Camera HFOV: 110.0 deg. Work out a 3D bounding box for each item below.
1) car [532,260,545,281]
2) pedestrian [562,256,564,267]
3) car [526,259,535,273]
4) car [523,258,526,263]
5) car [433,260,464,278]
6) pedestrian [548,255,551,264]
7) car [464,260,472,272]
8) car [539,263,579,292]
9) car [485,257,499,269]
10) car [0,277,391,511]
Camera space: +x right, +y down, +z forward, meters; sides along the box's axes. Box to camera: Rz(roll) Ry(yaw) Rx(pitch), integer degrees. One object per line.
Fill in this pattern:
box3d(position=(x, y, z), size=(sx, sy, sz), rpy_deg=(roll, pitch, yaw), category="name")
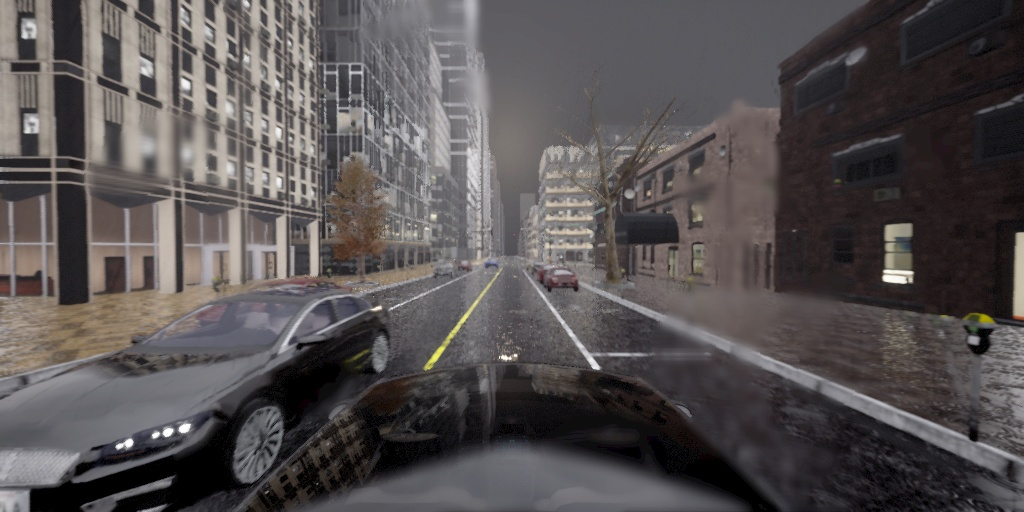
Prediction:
box3d(position=(2.760, 1.220, 26.097), size=(1.888, 1.381, 4.507), rpy_deg=(0, 0, 0), category="car")
box3d(position=(8.138, 0.919, 57.596), size=(0.375, 1.860, 0.375), rpy_deg=(-1, 1, 0), category="pedestrian")
box3d(position=(2.821, 1.191, 37.385), size=(2.007, 1.370, 4.403), rpy_deg=(0, 0, 0), category="car")
box3d(position=(2.822, 1.132, 48.844), size=(1.751, 1.417, 4.829), rpy_deg=(0, 0, 0), category="car")
box3d(position=(-5.792, 1.207, 31.798), size=(2.007, 1.370, 4.403), rpy_deg=(0, 0, 0), category="car")
box3d(position=(6.138, 0.731, 58.193), size=(0.375, 1.860, 0.375), rpy_deg=(-1, 1, 0), category="pedestrian")
box3d(position=(-5.819, 1.167, 43.088), size=(1.888, 1.381, 4.507), rpy_deg=(0, 0, 0), category="car")
box3d(position=(2.725, 1.274, 20.453), size=(1.802, 1.307, 4.207), rpy_deg=(0, 0, 0), category="car")
box3d(position=(-3.016, 1.068, 53.877), size=(1.882, 1.535, 5.008), rpy_deg=(0, 0, 0), category="car")
box3d(position=(-3.100, 1.232, 4.618), size=(2.128, 1.511, 4.902), rpy_deg=(0, 0, 0), category="car")
